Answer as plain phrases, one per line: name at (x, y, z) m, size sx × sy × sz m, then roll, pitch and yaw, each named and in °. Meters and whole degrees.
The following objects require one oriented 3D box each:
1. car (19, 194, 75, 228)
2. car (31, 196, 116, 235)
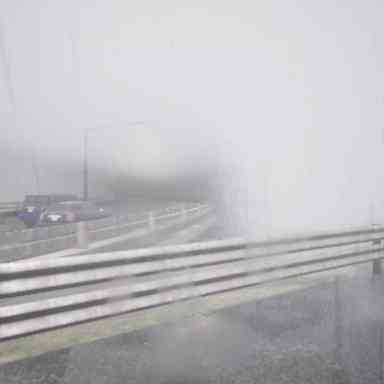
car at (-8.437, 1.120, 21.341) m, size 2.150 × 2.045 × 5.566 m, roll 0°, pitch 0°, yaw 14°
car at (-5.856, 1.271, 17.637) m, size 2.097 × 1.767 × 4.553 m, roll 0°, pitch 0°, yaw 16°
